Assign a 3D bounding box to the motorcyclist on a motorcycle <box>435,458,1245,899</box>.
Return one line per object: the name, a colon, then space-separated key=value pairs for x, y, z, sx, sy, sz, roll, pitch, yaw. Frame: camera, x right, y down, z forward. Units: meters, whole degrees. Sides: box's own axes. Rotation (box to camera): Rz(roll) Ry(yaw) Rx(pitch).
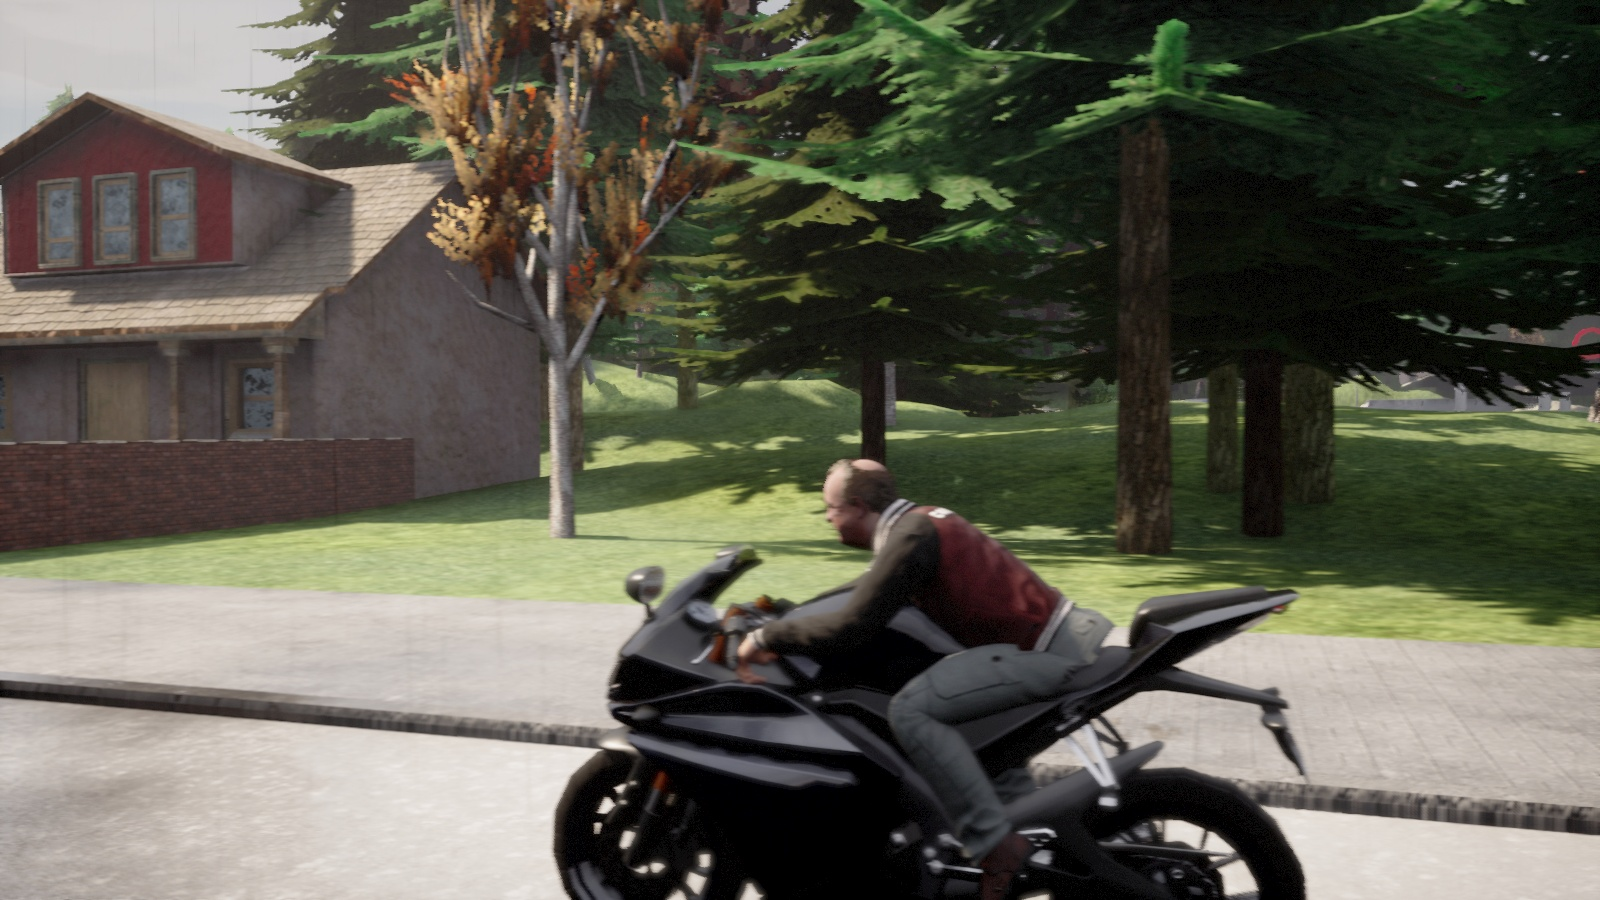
motorcyclist on a motorcycle: x=0.130 y=0.803 z=3.677 sx=2.191 sy=1.530 sz=0.866 roll=0 pitch=1 yaw=19
